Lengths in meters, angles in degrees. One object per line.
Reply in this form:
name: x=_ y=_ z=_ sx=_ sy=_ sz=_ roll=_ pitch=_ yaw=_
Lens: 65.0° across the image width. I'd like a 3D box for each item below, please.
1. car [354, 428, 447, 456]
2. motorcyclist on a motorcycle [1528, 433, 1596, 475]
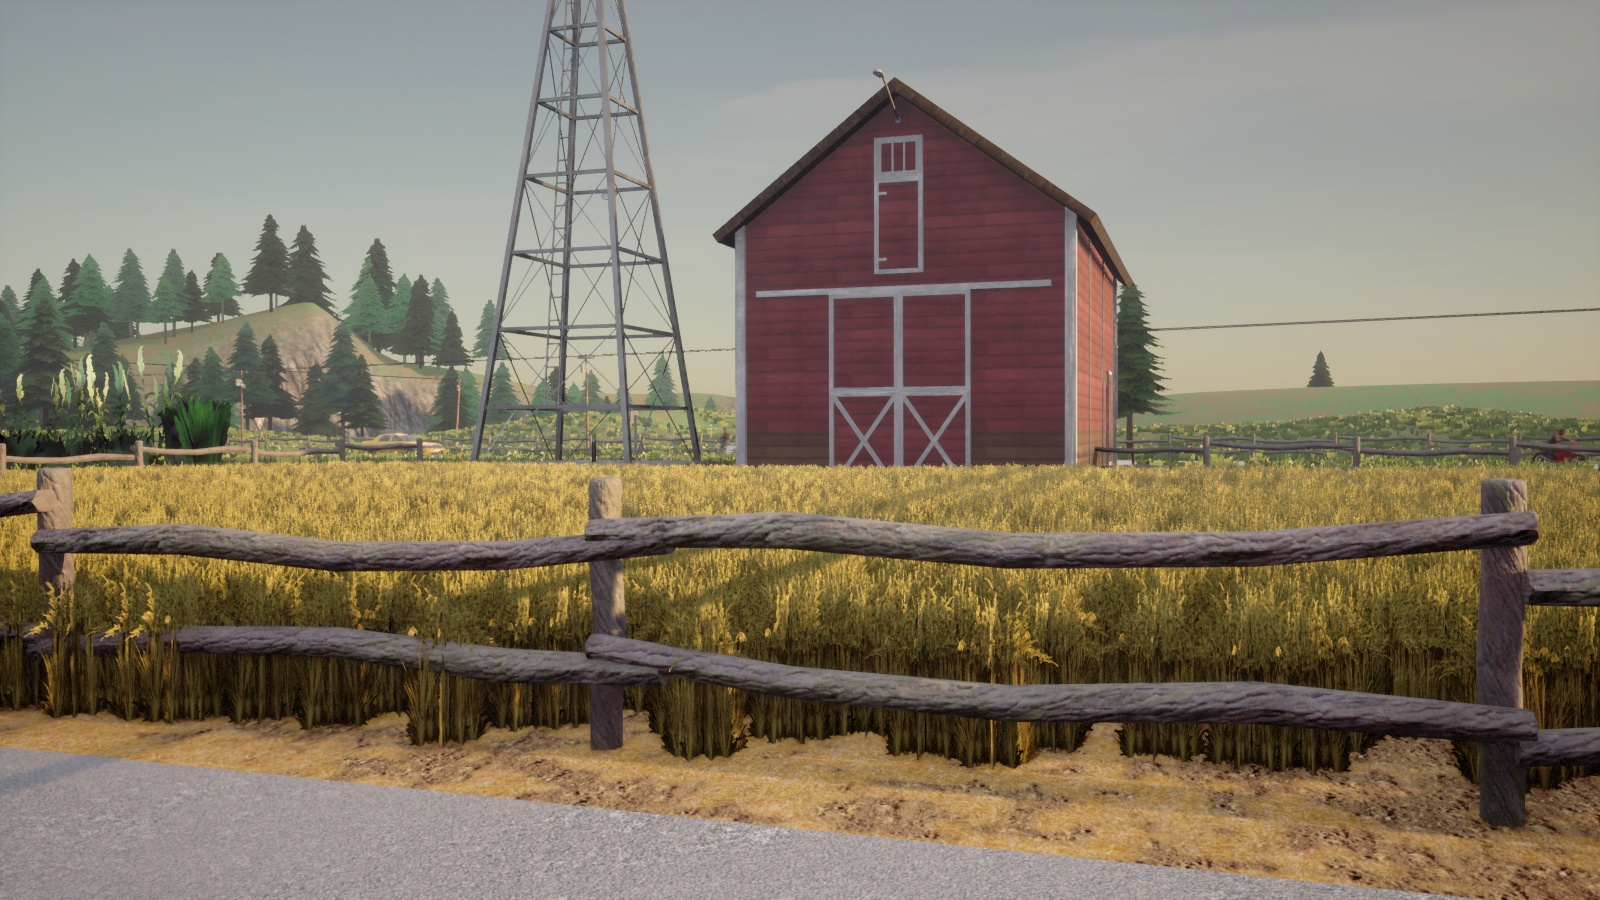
car: x=-23.540 y=-0.507 z=73.939 sx=5.366 sy=1.575 sz=1.801 roll=1 pitch=1 yaw=24
motorcyclist on a motorcycle: x=29.474 y=0.141 z=48.599 sx=0.797 sy=1.523 sz=2.044 roll=-7 pitch=5 yaw=-32
